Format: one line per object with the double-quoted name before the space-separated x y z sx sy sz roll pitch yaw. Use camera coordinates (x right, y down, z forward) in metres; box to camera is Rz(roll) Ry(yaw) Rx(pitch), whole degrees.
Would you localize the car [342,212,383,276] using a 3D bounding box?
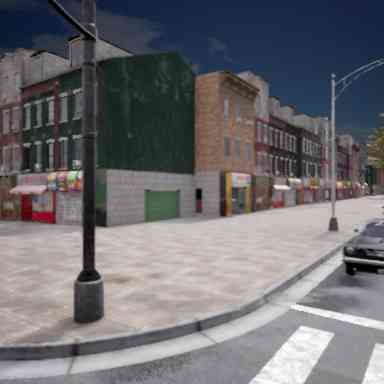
"car" 5.511 1.417 9.098 1.895 1.301 4.718 0 1 35
